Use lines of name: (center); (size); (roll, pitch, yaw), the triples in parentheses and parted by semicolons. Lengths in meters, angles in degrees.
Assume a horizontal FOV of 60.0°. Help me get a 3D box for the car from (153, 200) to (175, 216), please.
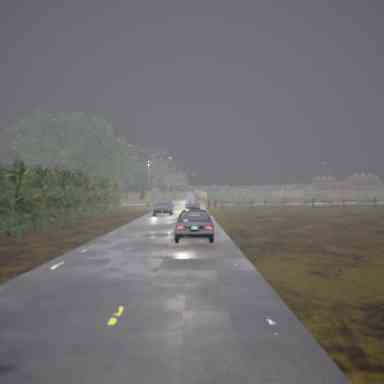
car: (-2.761, 1.572, 33.167); (1.837, 1.490, 4.892); (0, -1, 0)

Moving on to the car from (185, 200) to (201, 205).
car: (0.088, 1.620, 40.064); (2.033, 1.411, 5.357); (0, 0, 0)

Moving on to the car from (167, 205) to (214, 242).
car: (0.097, 1.565, 16.498); (2.033, 1.411, 5.357); (0, 0, 0)
